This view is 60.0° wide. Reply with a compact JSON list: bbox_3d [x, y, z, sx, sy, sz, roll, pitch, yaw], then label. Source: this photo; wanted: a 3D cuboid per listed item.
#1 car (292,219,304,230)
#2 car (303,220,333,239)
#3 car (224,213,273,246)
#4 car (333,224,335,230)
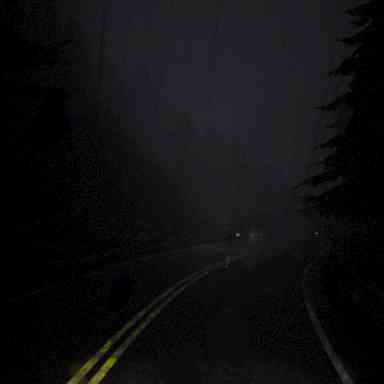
[{"bbox_3d":[15.350,4.611,46.880,2.128,1.511,4.902,0,-4,24],"label":"car"},{"bbox_3d":[12.213,3.613,31.978,1.837,1.490,4.892,0,-4,26],"label":"car"},{"bbox_3d":[4.087,2.508,23.146,2.150,2.045,5.566,0,-4,27],"label":"car"},{"bbox_3d":[16.436,4.303,40.990,1.837,1.490,4.892,0,-4,25],"label":"car"}]
